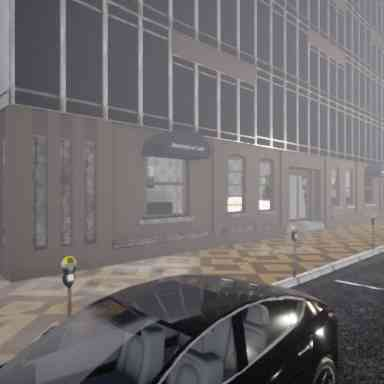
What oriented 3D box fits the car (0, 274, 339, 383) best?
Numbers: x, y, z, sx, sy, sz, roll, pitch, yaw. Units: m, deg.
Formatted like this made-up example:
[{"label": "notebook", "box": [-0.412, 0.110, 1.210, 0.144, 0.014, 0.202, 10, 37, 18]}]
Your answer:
[{"label": "car", "box": [-0.261, 1.566, 2.882, 4.313, 1.339, 1.947, 0, 0, -44]}]
